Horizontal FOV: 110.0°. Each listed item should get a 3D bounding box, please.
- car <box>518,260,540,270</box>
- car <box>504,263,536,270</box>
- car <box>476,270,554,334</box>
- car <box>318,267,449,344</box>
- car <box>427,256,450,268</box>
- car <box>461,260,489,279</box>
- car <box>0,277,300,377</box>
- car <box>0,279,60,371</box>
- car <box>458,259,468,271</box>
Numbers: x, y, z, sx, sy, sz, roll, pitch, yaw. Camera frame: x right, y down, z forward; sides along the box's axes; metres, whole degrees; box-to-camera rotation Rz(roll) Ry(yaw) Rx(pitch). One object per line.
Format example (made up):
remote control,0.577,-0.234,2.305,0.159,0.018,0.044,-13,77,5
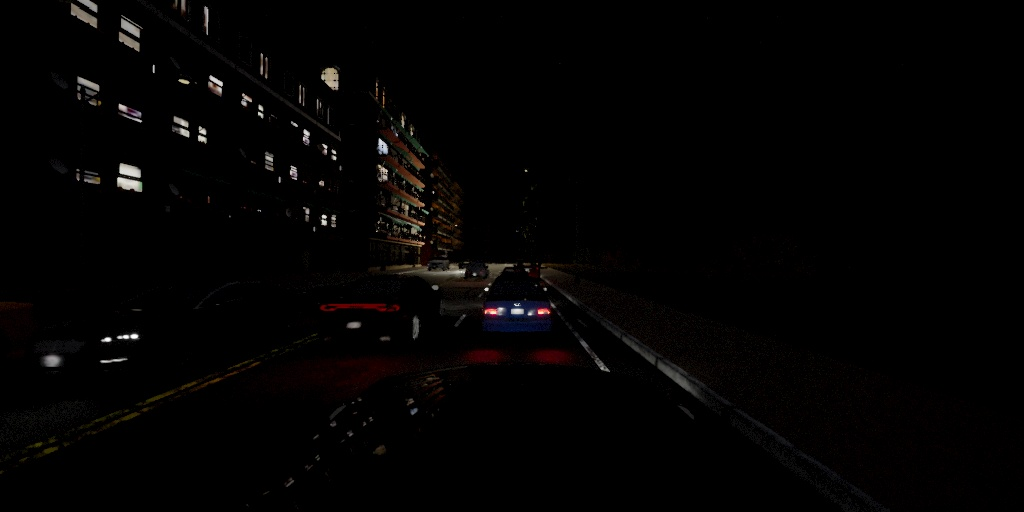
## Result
car,1.190,1.105,29.857,2.097,1.767,4.553,0,0,0
car,0.129,1.317,20.922,1.994,1.385,4.181,0,0,1
car,0.118,1.299,10.589,2.033,1.411,5.357,0,0,0
car,-3.137,1.229,9.598,1.882,1.535,5.008,0,0,0
car,-9.761,0.974,47.939,2.150,2.045,5.566,0,0,0
car,-3.092,1.279,32.018,1.812,1.442,4.674,0,0,0
car,-6.591,1.242,7.592,2.128,1.511,4.902,0,0,0
car,-9.845,1.228,4.557,1.882,1.535,5.008,0,0,0
car,-6.504,1.244,50.974,2.128,1.511,4.902,0,0,0
